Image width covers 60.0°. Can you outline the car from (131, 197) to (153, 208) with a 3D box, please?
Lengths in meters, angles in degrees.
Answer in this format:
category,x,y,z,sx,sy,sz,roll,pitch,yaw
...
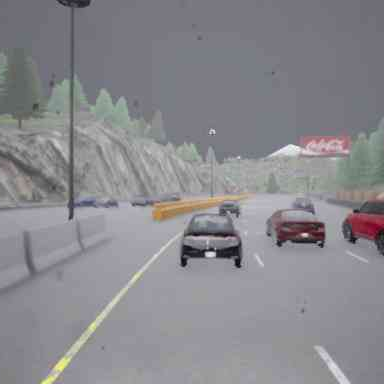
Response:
category,x,y,z,sx,sy,sz,roll,pitch,yaw
car,-6.991,1.472,48.036,2.033,1.411,5.357,0,0,15

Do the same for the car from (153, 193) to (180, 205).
category,x,y,z,sx,sy,sz,roll,pitch,yaw
car,-3.325,1.162,48.209,2.150,2.045,5.566,0,0,15

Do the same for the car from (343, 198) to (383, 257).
category,x,y,z,sx,sy,sz,roll,pitch,yaw
car,7.810,1.240,12.935,2.150,2.045,5.566,0,0,5

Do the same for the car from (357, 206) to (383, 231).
category,x,y,z,sx,sy,sz,roll,pitch,yaw
car,12.379,1.630,21.255,1.895,1.301,4.718,0,0,9

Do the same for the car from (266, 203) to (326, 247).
category,x,y,z,sx,sy,sz,roll,pitch,yaw
car,4.540,1.481,15.125,1.882,1.535,5.008,0,0,6

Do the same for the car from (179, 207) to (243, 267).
category,x,y,z,sx,sy,sz,roll,pitch,yaw
car,0.675,1.483,11.415,2.128,1.511,4.902,0,0,4

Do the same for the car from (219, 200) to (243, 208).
category,x,y,z,sx,sy,sz,roll,pitch,yaw
car,3.639,1.489,31.450,1.837,1.490,4.892,0,0,12

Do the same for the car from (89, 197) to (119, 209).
category,x,y,z,sx,sy,sz,roll,pitch,yaw
car,-11.464,1.435,44.601,1.812,1.442,4.674,0,0,14

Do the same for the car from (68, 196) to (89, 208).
category,x,y,z,sx,sy,sz,roll,pitch,yaw
car,-14.864,1.373,45.419,1.882,1.535,5.008,0,0,14

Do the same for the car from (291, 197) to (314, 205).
category,x,y,z,sx,sy,sz,roll,pitch,yaw
car,11.815,1.365,35.714,2.097,1.767,4.553,0,0,13
